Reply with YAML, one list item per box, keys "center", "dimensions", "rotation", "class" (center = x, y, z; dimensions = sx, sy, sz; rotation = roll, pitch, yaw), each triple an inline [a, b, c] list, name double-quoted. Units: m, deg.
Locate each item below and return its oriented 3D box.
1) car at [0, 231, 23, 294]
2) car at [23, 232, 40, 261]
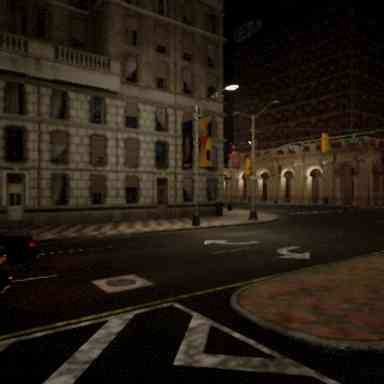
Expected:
- center: [-5.705, 1.497, 5.430]
  dimensions: [4.902, 1.511, 2.128]
  rotation: [0, 0, -35]
  class: "car"
- center: [-7.028, 1.550, 8.788]
  dimensions: [5.357, 1.411, 2.033]
  rotation: [0, 0, -36]
  class: "car"
